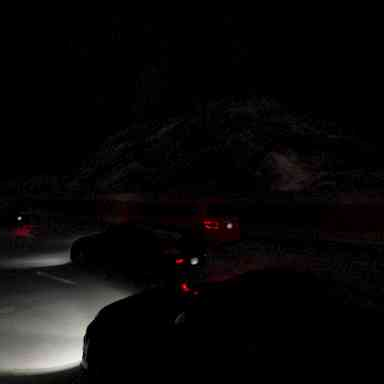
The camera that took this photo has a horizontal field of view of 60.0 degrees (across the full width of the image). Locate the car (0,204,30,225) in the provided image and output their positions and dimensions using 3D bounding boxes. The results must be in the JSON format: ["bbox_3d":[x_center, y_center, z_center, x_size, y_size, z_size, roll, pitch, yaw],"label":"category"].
[{"bbox_3d":[-14.794,1.787,27.198,1.837,1.490,4.892,0,0,-42],"label":"car"}]

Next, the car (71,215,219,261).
[{"bbox_3d":[-1.723,1.607,9.922,4.674,1.442,1.812,-1,0,39],"label":"car"}]

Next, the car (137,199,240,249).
[{"bbox_3d":[-0.717,1.323,13.577,5.566,2.045,2.150,-1,0,40],"label":"car"}]

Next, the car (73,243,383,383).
[{"bbox_3d":[0.696,1.586,3.632,4.181,1.385,1.994,-1,0,36],"label":"car"}]
